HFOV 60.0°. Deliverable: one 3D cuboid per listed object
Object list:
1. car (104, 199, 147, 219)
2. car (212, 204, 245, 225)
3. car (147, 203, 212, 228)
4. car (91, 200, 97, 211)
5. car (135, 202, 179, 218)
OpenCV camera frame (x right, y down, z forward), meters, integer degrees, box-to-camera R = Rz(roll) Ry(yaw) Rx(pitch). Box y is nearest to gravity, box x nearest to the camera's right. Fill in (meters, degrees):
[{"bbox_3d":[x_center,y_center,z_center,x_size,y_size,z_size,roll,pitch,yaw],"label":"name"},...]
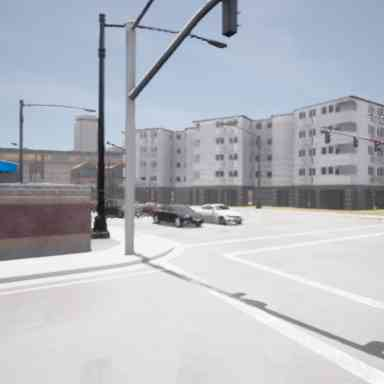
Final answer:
[{"bbox_3d":[-6.499,1.447,30.743,2.097,1.767,4.553,1,0,-42],"label":"car"},{"bbox_3d":[1.917,1.649,25.277,1.812,1.442,4.674,1,0,-36],"label":"car"},{"bbox_3d":[-1.029,1.601,23.356,1.837,1.490,4.892,1,0,-35],"label":"car"},{"bbox_3d":[-10.725,1.671,39.473,4.181,1.385,1.994,0,0,37],"label":"car"},{"bbox_3d":[-3.486,1.723,32.609,1.895,1.301,4.718,1,0,-40],"label":"car"}]
